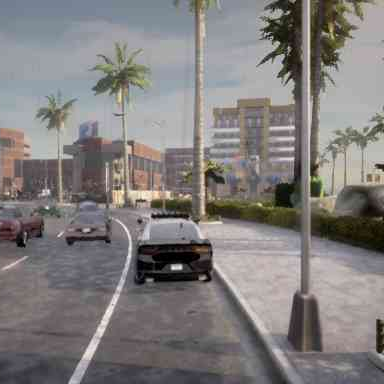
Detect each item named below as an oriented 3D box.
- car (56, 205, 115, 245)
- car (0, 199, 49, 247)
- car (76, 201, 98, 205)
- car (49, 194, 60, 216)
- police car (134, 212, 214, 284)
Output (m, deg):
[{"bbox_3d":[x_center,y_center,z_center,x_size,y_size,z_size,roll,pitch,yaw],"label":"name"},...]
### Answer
[{"bbox_3d":[-4.701,1.560,15.641,2.033,1.411,5.357,0,0,-12],"label":"car"},{"bbox_3d":[-8.118,1.360,14.883,2.097,1.767,4.553,0,0,-12],"label":"car"},{"bbox_3d":[-9.732,1.525,31.008,1.812,1.442,4.674,0,0,-25],"label":"car"},{"bbox_3d":[-12.887,1.356,29.495,2.097,1.767,4.553,0,0,-25],"label":"car"},{"bbox_3d":[-0.655,1.423,9.771,1.930,1.638,5.238,0,0,-7],"label":"police car"}]
